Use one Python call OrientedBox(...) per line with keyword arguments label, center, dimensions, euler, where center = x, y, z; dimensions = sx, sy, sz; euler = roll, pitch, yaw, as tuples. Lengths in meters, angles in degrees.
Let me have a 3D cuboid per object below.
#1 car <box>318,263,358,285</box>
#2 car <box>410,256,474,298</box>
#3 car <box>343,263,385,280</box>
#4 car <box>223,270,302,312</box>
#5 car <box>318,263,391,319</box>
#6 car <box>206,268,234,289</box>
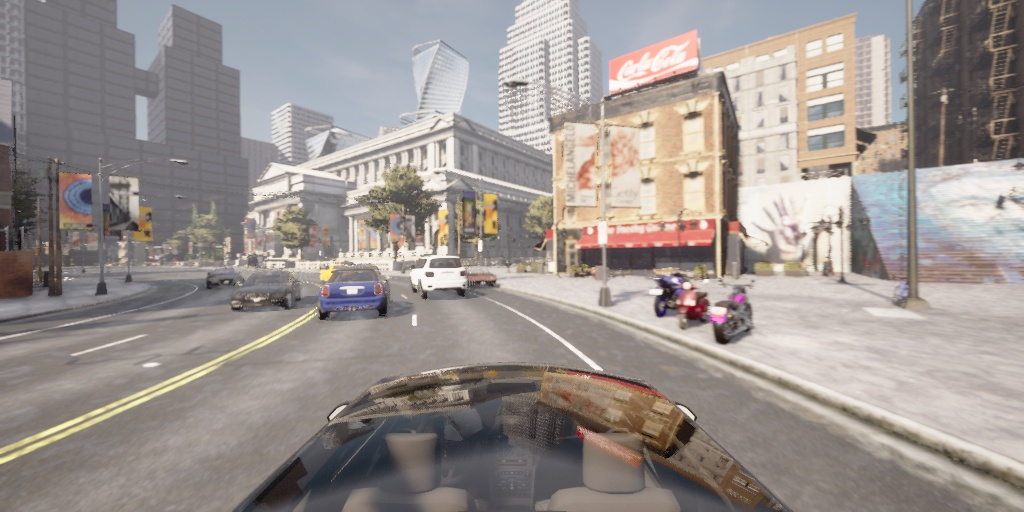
OrientedBox(label="car", center=(-14.342, 1.405, 29.401), dimensions=(1.882, 1.535, 5.008), euler=(-1, 0, -38))
OrientedBox(label="car", center=(-4.033, 1.019, 19.092), dimensions=(2.150, 2.045, 5.566), euler=(-1, 0, -23))
OrientedBox(label="car", center=(-14.392, 1.419, 34.721), dimensions=(2.128, 1.511, 4.902), euler=(-1, 0, -43))
OrientedBox(label="car", center=(-10.254, 1.384, 15.312), dimensions=(1.837, 1.490, 4.892), euler=(0, 0, -23))
OrientedBox(label="car", center=(-5.759, 1.173, 13.577), dimensions=(2.097, 1.767, 4.553), euler=(-1, 0, -17))
OrientedBox(label="car", center=(-20.454, 1.573, 25.558), dimensions=(1.994, 1.385, 4.181), euler=(-1, 0, -41))
